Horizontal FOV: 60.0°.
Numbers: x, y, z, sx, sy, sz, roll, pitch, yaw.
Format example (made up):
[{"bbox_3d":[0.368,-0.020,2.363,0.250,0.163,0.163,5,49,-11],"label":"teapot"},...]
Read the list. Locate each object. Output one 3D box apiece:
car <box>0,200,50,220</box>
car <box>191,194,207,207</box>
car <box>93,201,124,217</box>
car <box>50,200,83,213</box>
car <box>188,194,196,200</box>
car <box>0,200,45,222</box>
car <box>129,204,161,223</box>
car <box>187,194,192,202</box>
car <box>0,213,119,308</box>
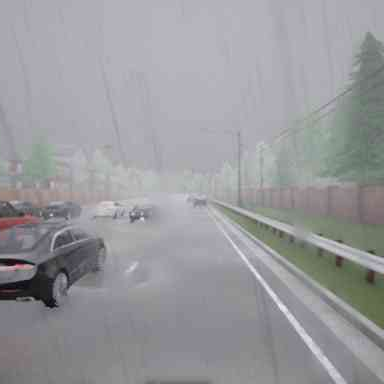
[{"bbox_3d":[-6.912,1.198,10.593,2.150,2.045,5.566,0,0,0],"label":"car"},{"bbox_3d":[1.242,1.375,49.448,1.882,1.535,5.008,0,0,0],"label":"car"},{"bbox_3d":[-6.910,1.468,27.730,1.812,1.442,4.674,0,0,0],"label":"car"},{"bbox_3d":[-10.404,1.448,27.064,1.837,1.490,4.892,0,0,0],"label":"car"},{"bbox_3d":[0.029,1.218,82.683,2.033,1.411,5.357,0,0,0],"label":"car"},{"bbox_3d":[-13.809,1.449,26.863,1.837,1.490,4.892,0,0,-1],"label":"car"},{"bbox_3d":[-3.411,1.549,25.106,1.895,1.301,4.718,0,0,0],"label":"car"},{"bbox_3d":[0.025,1.341,69.118,1.994,1.385,4.181,0,0,0],"label":"car"},{"bbox_3d":[-3.429,1.475,7.839,2.128,1.511,4.902,0,0,0],"label":"car"}]
